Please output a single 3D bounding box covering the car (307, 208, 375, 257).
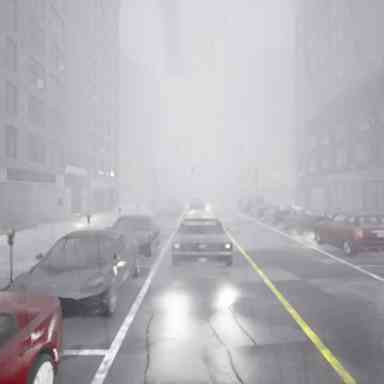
[{"bbox_3d":[6.290,1.458,12.971,1.967,1.590,4.097,0,0,0],"label":"car"}]

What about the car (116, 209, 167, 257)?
[{"bbox_3d":[-2.236,1.580,13.010,1.947,1.339,4.313,0,0,0],"label":"car"}]

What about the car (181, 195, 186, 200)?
[{"bbox_3d":[-2.070,1.487,40.635,1.967,1.590,4.097,0,0,0],"label":"car"}]

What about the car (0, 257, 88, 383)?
[{"bbox_3d":[-2.302,1.546,1.960,1.887,1.381,4.507,0,0,0],"label":"car"}]

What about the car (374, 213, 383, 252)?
[{"bbox_3d":[6.256,1.451,7.448,1.967,1.590,4.097,0,0,0],"label":"car"}]

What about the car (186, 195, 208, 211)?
[{"bbox_3d":[0.599,1.525,40.822,1.882,1.535,5.008,0,0,0],"label":"car"}]

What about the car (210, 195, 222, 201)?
[{"bbox_3d":[6.435,1.568,84.480,1.967,1.590,4.097,0,0,-1],"label":"car"}]

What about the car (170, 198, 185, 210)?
[{"bbox_3d":[-2.103,1.606,35.110,1.947,1.339,4.313,0,0,0],"label":"car"}]

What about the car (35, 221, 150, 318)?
[{"bbox_3d":[-2.269,1.574,7.485,1.947,1.339,4.313,0,0,0],"label":"car"}]

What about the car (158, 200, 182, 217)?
[{"bbox_3d":[-2.136,1.616,29.585,1.802,1.307,4.206,0,0,0],"label":"car"}]

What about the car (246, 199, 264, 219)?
[{"bbox_3d":[6.389,1.603,29.542,1.947,1.339,4.313,0,0,0],"label":"car"}]

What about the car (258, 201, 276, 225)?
[{"bbox_3d":[6.356,1.581,24.018,2.008,1.369,4.403,0,0,0],"label":"car"}]

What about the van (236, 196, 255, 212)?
[{"bbox_3d":[6.456,1.391,40.589,1.690,1.788,3.998,0,0,0],"label":"van"}]

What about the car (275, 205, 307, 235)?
[{"bbox_3d":[6.323,1.575,18.495,2.008,1.369,4.403,0,0,0],"label":"car"}]

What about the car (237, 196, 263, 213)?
[{"bbox_3d":[6.423,1.358,35.066,2.192,1.841,5.009,0,0,0],"label":"car"}]

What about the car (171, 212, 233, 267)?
[{"bbox_3d":[0.315,1.614,11.579,1.895,1.301,4.718,0,0,0],"label":"car"}]
